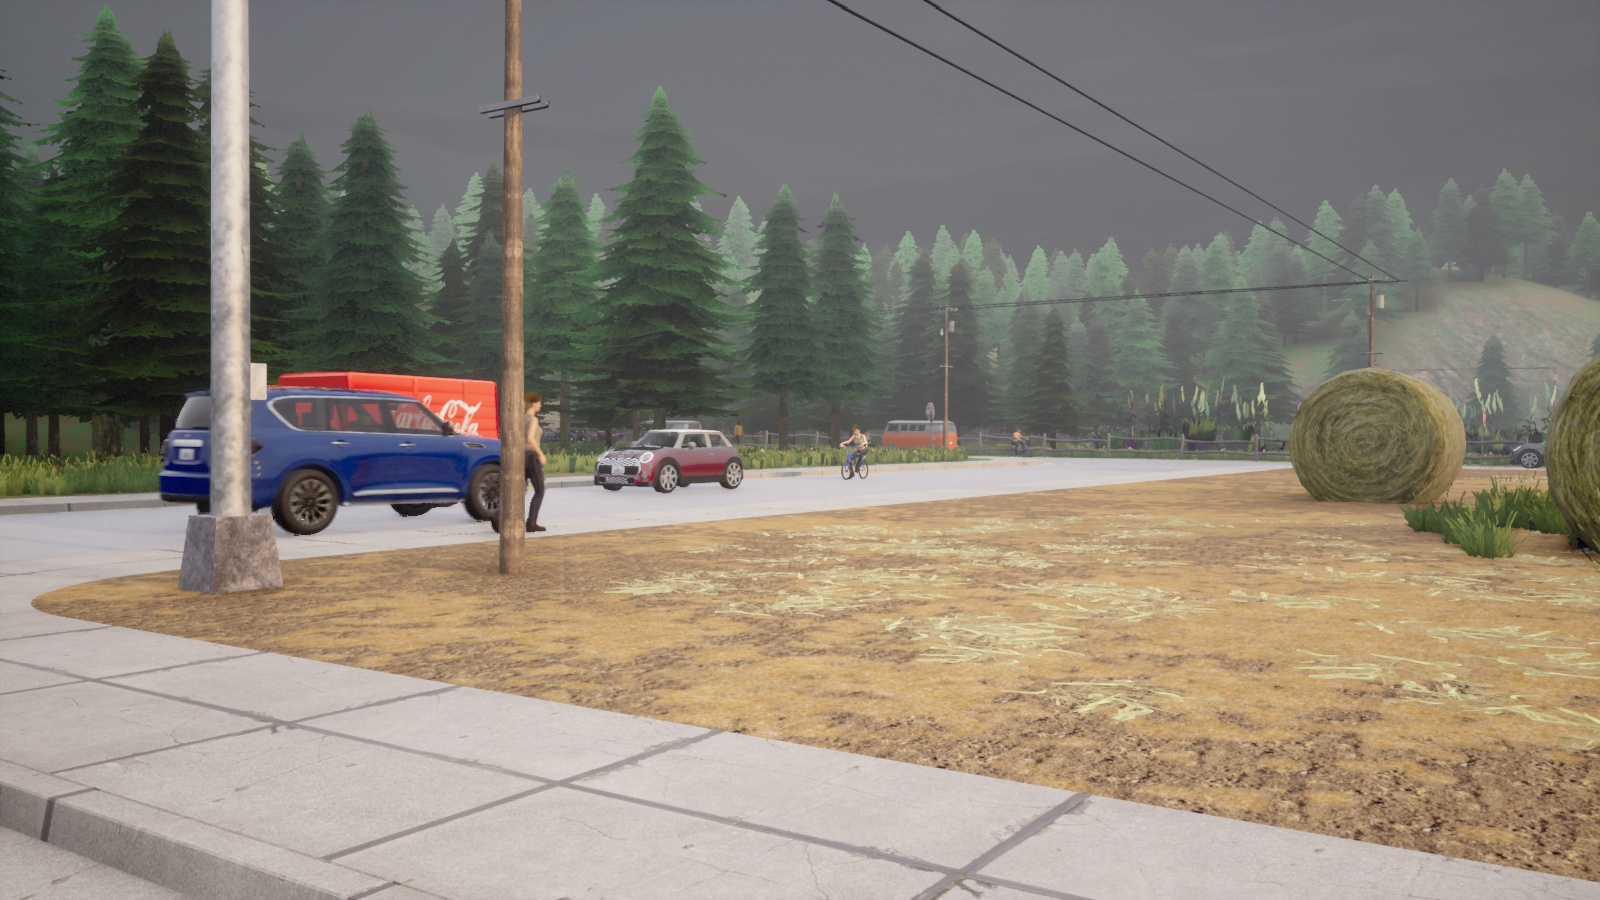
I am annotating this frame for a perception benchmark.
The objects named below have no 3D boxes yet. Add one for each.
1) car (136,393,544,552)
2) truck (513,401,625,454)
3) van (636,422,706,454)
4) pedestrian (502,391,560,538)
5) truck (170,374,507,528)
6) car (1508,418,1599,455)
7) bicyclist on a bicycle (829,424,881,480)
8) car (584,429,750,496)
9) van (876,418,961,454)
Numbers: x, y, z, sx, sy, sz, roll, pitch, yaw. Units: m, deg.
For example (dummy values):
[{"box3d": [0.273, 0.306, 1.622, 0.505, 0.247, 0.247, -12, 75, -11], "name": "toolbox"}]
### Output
[{"box3d": [-6.696, 0.239, 19.040, 2.150, 2.045, 5.566, 0, 1, 34], "name": "car"}, {"box3d": [-16.084, -1.525, 87.023, 7.936, 3.462, 2.891, 0, 1, 36], "name": "truck"}, {"box3d": [-8.389, -0.790, 81.490, 4.442, 1.987, 1.775, 0, 1, 36], "name": "van"}, {"box3d": [-3.428, 0.179, 16.001, 0.594, 1.836, 0.345, -2, 1, -41], "name": "pedestrian"}, {"box3d": [-8.260, -0.006, 22.982, 2.627, 2.467, 5.204, 0, 1, 35], "name": "truck"}, {"box3d": [31.403, -0.563, 51.546, 3.806, 1.475, 1.970, 0, 1, 38], "name": "car"}, {"box3d": [1.641, 0.045, 37.323, 0.866, 1.612, 1.509, 0, 1, 34], "name": "bicyclist on a bicycle"}, {"box3d": [-3.143, 0.250, 30.388, 1.970, 1.475, 3.806, 0, 1, 35], "name": "car"}, {"box3d": [6.620, -0.795, 70.505, 4.442, 1.987, 1.775, 0, 1, 37], "name": "van"}]
